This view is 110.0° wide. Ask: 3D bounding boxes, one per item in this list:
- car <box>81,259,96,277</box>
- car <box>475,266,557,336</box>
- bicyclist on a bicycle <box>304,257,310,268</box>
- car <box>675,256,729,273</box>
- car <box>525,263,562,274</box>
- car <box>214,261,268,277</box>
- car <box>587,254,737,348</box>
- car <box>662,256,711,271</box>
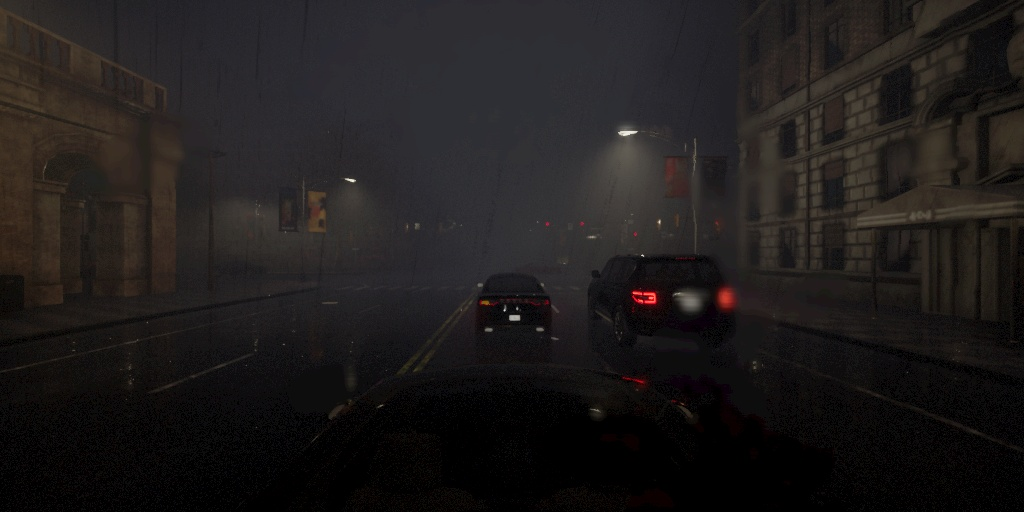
[{"bbox_3d":[-39.330,1.309,35.668,4.181,1.385,1.994,0,0,0],"label":"car"},{"bbox_3d":[-0.013,1.227,10.474,1.882,1.535,5.008,0,0,-2],"label":"car"},{"bbox_3d":[-31.592,1.046,55.199,0.582,1.620,1.656,0,0,0],"label":"bicyclist on a bicycle"},{"bbox_3d":[23.376,0.968,44.257,5.566,2.045,2.150,0,0,1],"label":"car"},{"bbox_3d":[2.597,1.348,35.943,4.718,1.301,1.895,0,0,0],"label":"car"},{"bbox_3d":[-27.193,1.225,35.745,5.008,1.535,1.882,0,0,0],"label":"car"},{"bbox_3d":[3.453,0.971,9.396,2.150,2.045,5.566,0,0,2],"label":"car"},{"bbox_3d":[23.169,0.968,47.767,5.566,2.045,2.150,0,0,0],"label":"car"}]
